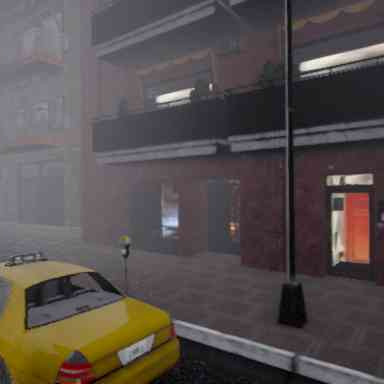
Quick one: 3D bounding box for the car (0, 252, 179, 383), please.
[{"bbox_3d":[-2.428,1.518,4.622,4.829,1.417,1.752,0,-1,35],"label":"car"}]
